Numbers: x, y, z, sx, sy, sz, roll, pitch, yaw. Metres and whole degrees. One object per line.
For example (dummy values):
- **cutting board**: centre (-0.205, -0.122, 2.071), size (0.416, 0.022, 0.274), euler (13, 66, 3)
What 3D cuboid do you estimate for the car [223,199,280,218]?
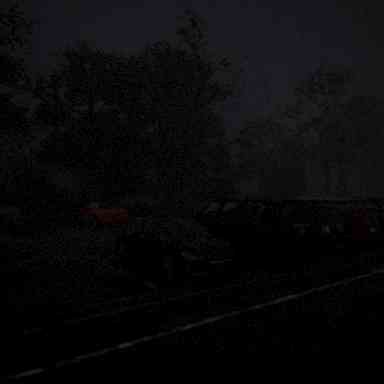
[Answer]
- **car**: centre (5.308, 1.419, 30.274), size (2.097, 1.535, 5.008), euler (0, 0, -36)

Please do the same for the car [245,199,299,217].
- **car**: centre (7.588, 1.445, 31.874), size (2.163, 1.488, 4.792), euler (0, 0, -36)

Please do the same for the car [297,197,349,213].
- **car**: centre (14.373, 1.408, 36.749), size (2.097, 1.535, 5.008), euler (0, 0, -36)

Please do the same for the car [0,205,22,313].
- **car**: centre (-5.277, 1.230, 6.708), size (2.435, 2.045, 5.566), euler (0, 0, -35)

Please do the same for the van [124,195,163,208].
- **van**: centre (-3.834, 1.211, 23.900), size (1.878, 1.987, 4.442), euler (0, 0, -35)

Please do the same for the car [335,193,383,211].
- **car**: centre (21.084, 1.164, 41.514), size (2.435, 2.045, 5.566), euler (0, 0, -36)

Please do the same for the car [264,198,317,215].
- **car**: centre (9.821, 1.440, 33.540), size (2.163, 1.488, 4.792), euler (0, 0, -36)

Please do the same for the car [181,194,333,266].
- **car**: centre (1.575, 1.192, 11.585), size (2.435, 2.045, 5.566), euler (0, 0, -35)

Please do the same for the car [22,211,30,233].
- **car**: centre (-10.567, 1.506, 18.964), size (2.002, 1.452, 4.674), euler (0, 0, -35)

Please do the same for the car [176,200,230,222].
- **car**: centre (0.772, 1.468, 27.040), size (2.002, 1.452, 4.674), euler (0, 0, -36)

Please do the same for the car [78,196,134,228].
- **car**: centre (-6.012, 1.319, 22.167), size (2.185, 1.767, 4.553), euler (0, 0, -35)

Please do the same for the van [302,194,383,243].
- **van**: centre (6.223, 1.205, 14.721), size (1.878, 1.987, 4.442), euler (0, 0, -36)

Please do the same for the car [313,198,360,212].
- **car**: centre (16.537, 1.448, 38.298), size (2.002, 1.452, 4.674), euler (0, 0, -36)

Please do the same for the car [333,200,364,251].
- **car**: centre (3.891, 1.310, 13.162), size (2.185, 1.767, 4.553), euler (0, 0, -36)

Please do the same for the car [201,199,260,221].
- **car**: centre (3.145, 1.421, 28.509), size (1.946, 1.575, 5.366), euler (0, 0, -36)

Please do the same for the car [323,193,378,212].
- **car**: centre (18.918, 1.160, 39.967), size (2.435, 2.045, 5.566), euler (0, 0, -36)

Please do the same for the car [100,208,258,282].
- **car**: centre (-0.697, 1.453, 9.940), size (2.231, 1.521, 4.892), euler (0, 0, -35)
